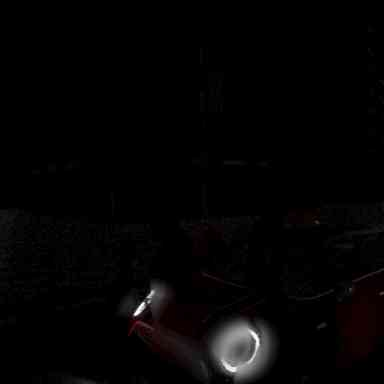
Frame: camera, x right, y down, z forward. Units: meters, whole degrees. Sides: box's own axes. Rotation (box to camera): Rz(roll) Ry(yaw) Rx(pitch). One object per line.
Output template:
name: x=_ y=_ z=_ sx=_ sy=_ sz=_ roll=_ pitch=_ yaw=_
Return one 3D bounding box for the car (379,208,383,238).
car: x=10.940 y=1.371 z=15.895 sx=4.403 sy=1.369 sz=2.008 roll=-1 pitch=-1 yaw=-39

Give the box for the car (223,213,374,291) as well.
car: x=3.258 y=1.475 z=9.585 sx=4.829 sy=1.417 sz=1.752 roll=-1 pitch=-1 yaw=-39

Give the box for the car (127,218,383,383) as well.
car: x=1.391 y=1.338 z=4.641 sx=4.553 sy=1.767 sz=2.097 roll=-1 pitch=0 yaw=-38
